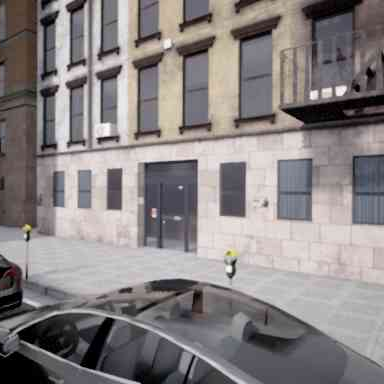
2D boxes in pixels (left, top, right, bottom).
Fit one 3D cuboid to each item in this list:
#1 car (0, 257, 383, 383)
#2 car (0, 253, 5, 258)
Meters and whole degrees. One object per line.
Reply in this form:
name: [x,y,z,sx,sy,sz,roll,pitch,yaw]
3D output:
car: [-0.520,1.553,3.183,4.313,1.339,1.947,0,0,36]
car: [-4.919,1.520,6.336,4.313,1.339,1.947,0,0,36]
